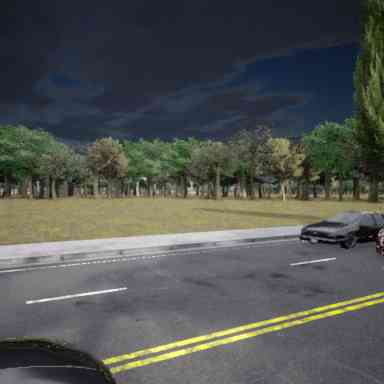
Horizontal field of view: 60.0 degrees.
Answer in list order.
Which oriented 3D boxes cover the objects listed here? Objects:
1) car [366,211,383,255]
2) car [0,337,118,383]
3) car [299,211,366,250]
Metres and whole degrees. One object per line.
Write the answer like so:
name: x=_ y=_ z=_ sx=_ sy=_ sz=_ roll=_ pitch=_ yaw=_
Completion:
car: x=8.532 y=1.352 z=11.532 sx=4.553 sy=1.767 sz=2.097 roll=0 pitch=0 yaw=-29
car: x=-2.675 y=1.490 z=1.441 sx=4.902 sy=1.511 sz=2.128 roll=0 pitch=0 yaw=-29
car: x=7.177 y=1.547 z=14.496 sx=5.357 sy=1.411 sz=2.033 roll=0 pitch=0 yaw=-29
